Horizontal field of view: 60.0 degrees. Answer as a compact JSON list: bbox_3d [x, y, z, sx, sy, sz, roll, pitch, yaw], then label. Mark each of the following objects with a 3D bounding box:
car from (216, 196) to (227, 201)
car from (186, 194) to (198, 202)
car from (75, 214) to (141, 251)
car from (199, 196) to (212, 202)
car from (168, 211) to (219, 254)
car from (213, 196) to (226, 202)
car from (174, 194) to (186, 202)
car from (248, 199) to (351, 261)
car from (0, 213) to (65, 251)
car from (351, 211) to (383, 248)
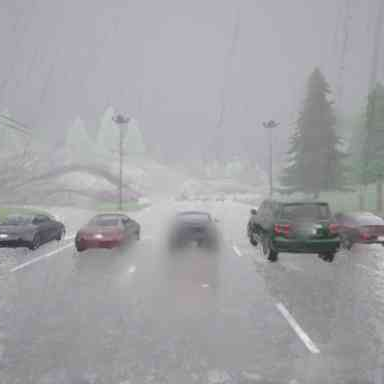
[{"bbox_3d":[8.479,1.777,95.245,2.033,1.411,5.357,0,0,17],"label":"car"},{"bbox_3d":[0.026,1.780,86.140,1.812,1.442,4.674,0,0,2],"label":"car"},{"bbox_3d":[-3.426,1.606,14.229,1.994,1.385,4.181,0,0,0],"label":"car"},{"bbox_3d":[3.508,1.790,84.939,2.033,1.411,5.357,0,0,2],"label":"car"},{"bbox_3d":[0.071,1.548,13.762,1.837,1.490,4.892,0,0,0],"label":"car"},{"bbox_3d":[7.014,1.806,85.384,1.994,1.385,4.181,0,0,2],"label":"car"},{"bbox_3d":[-3.479,1.793,85.753,2.033,1.411,5.357,0,0,2],"label":"car"},{"bbox_3d":[3.564,1.262,12.588,2.150,2.045,5.566,0,0,0],"label":"car"},{"bbox_3d":[-7.038,1.607,14.344,1.994,1.385,4.181,0,0,-2],"label":"car"},{"bbox_3d":[7.075,1.570,14.697,1.812,1.442,4.674,0,0,0],"label":"car"}]
